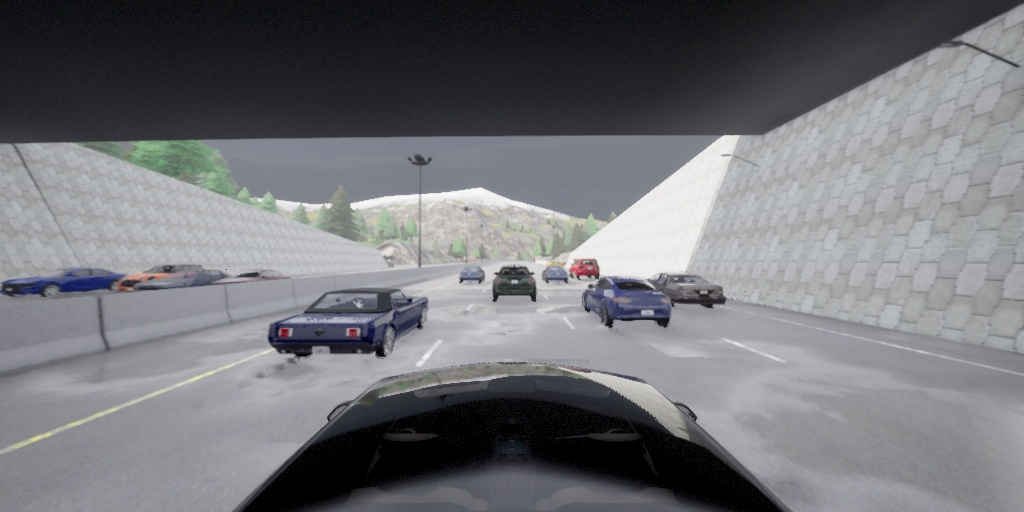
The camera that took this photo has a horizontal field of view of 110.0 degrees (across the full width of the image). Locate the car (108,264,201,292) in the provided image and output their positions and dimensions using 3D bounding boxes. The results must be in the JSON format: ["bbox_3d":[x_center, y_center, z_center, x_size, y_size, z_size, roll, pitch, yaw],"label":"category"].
[{"bbox_3d":[-21.077,1.279,22.050,2.097,1.767,4.553,0,0,0],"label":"car"}]

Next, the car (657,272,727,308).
[{"bbox_3d":[7.115,1.421,15.804,2.033,1.411,5.357,0,-1,0],"label":"car"}]

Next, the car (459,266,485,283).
[{"bbox_3d":[-3.367,1.553,30.864,2.033,1.411,5.357,0,-1,0],"label":"car"}]

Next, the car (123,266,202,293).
[{"bbox_3d":[-17.581,1.456,19.940,2.033,1.411,5.357,0,0,0],"label":"car"}]

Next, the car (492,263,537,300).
[{"bbox_3d":[0.119,1.252,18.771,2.097,1.767,4.553,0,-1,0],"label":"car"}]

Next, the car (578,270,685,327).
[{"bbox_3d":[3.597,1.364,11.823,1.812,1.442,4.674,0,-1,0],"label":"car"}]

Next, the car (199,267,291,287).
[{"bbox_3d":[-14.080,1.432,19.646,1.812,1.442,4.674,0,-1,0],"label":"car"}]

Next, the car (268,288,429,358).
[{"bbox_3d":[-3.393,1.411,8.612,1.895,1.301,4.718,0,-1,0],"label":"car"}]

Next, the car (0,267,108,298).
[{"bbox_3d":[-24.580,1.387,20.026,1.882,1.535,5.008,0,-1,0],"label":"car"}]

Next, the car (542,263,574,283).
[{"bbox_3d":[3.633,1.553,30.861,2.033,1.411,5.357,0,-1,0],"label":"car"}]

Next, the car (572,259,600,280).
[{"bbox_3d":[7.137,1.267,35.443,2.150,2.045,5.566,0,-1,0],"label":"car"}]
